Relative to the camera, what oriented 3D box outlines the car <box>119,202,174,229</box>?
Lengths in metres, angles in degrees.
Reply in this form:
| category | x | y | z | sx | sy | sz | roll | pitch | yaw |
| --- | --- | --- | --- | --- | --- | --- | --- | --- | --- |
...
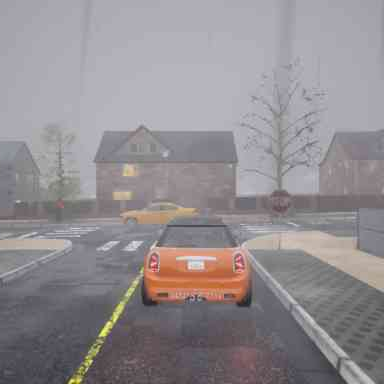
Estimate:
| category | x | y | z | sx | sy | sz | roll | pitch | yaw |
| --- | --- | --- | --- | --- | --- | --- | --- | --- | --- |
| car | -2.124 | 1.453 | 21.343 | 5.008 | 1.535 | 1.882 | -1 | 0 | 0 |

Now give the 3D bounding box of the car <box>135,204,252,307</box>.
| category | x | y | z | sx | sy | sz | roll | pitch | yaw |
| --- | --- | --- | --- | --- | --- | --- | --- | --- | --- |
| car | 0.155 | 1.351 | 8.158 | 2.097 | 1.767 | 4.553 | 0 | 0 | 2 |

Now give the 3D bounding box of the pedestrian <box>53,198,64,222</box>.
| category | x | y | z | sx | sy | sz | roll | pitch | yaw |
| --- | --- | --- | --- | --- | --- | --- | --- | --- | --- |
| pedestrian | -9.699 | 1.257 | 24.218 | 0.375 | 1.860 | 0.375 | 0 | 2 | 0 |
